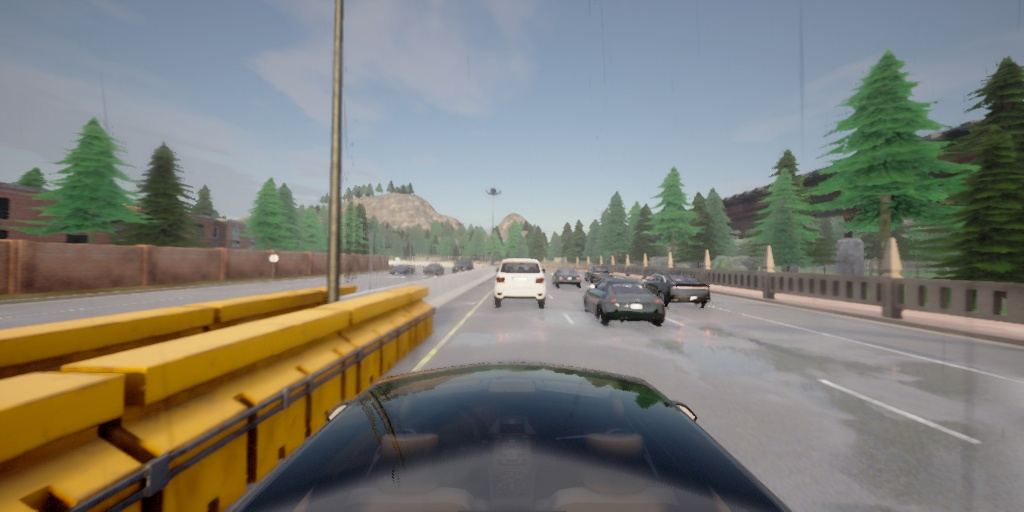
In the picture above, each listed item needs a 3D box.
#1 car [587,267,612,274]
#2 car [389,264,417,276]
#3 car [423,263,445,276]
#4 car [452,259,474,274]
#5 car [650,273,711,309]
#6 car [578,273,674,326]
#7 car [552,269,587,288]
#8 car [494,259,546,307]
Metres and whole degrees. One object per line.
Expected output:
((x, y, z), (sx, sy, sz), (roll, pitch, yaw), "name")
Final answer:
((7.803, 1.730, 32.661), (2.128, 1.511, 4.902), (1, -1, 2), "car")
((-13.125, 1.633, 43.541), (2.033, 1.411, 5.357), (1, -1, 1), "car")
((-9.639, 1.650, 44.535), (1.837, 1.490, 4.892), (1, -1, 1), "car")
((-6.112, 1.424, 45.335), (2.150, 2.045, 5.566), (1, -1, 1), "car")
((7.397, 1.531, 16.914), (2.128, 1.511, 4.902), (1, -1, 2), "car")
((3.768, 1.501, 12.688), (1.994, 1.385, 4.181), (1, -1, 2), "car")
((4.159, 1.677, 27.858), (2.033, 1.411, 5.357), (1, -1, 2), "car")
((0.396, 1.162, 16.795), (2.150, 2.045, 5.566), (1, -1, 2), "car")
